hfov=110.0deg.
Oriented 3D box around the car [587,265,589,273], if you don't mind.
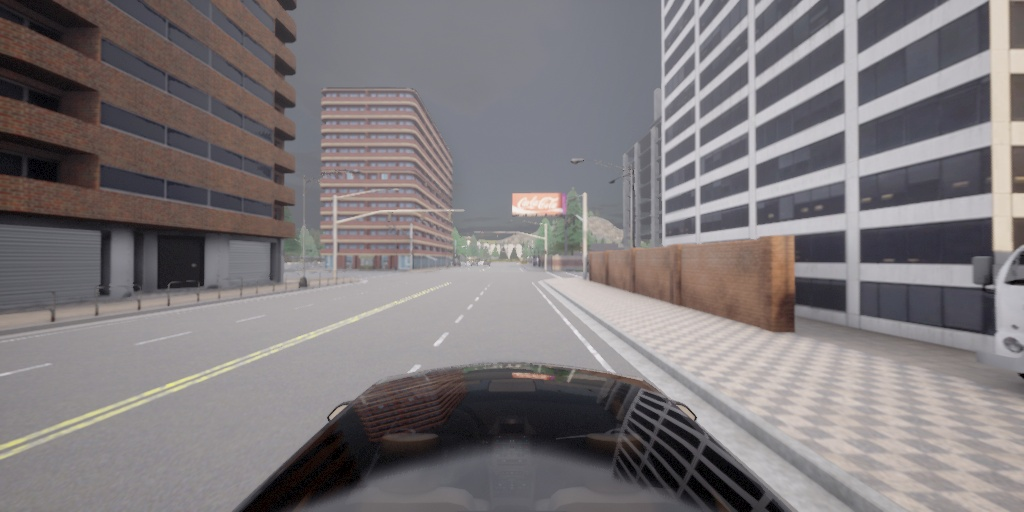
[{"bbox_3d":[10.669,1.460,40.620,4.892,1.490,1.837,0,-1,0],"label":"car"}]
